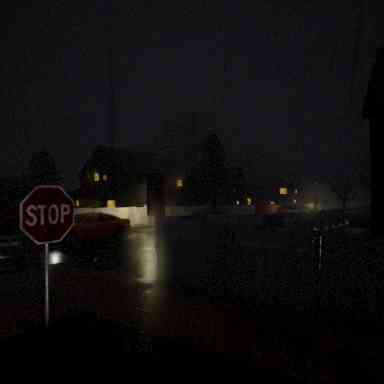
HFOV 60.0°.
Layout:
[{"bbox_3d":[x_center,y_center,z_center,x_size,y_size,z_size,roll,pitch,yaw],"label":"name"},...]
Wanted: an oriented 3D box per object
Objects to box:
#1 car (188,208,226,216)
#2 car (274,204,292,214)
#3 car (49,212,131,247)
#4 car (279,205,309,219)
[{"bbox_3d":[1.007,2.058,25.763,1.837,1.490,4.892,-1,-2,35],"label":"car"},{"bbox_3d":[11.697,2.323,40.701,2.097,1.767,4.553,-1,-2,36],"label":"car"},{"bbox_3d":[-5.323,1.785,16.884,1.882,1.535,5.008,-1,-2,35],"label":"car"},{"bbox_3d":[11.425,2.369,35.303,2.033,1.411,5.357,-1,-2,35],"label":"car"}]
